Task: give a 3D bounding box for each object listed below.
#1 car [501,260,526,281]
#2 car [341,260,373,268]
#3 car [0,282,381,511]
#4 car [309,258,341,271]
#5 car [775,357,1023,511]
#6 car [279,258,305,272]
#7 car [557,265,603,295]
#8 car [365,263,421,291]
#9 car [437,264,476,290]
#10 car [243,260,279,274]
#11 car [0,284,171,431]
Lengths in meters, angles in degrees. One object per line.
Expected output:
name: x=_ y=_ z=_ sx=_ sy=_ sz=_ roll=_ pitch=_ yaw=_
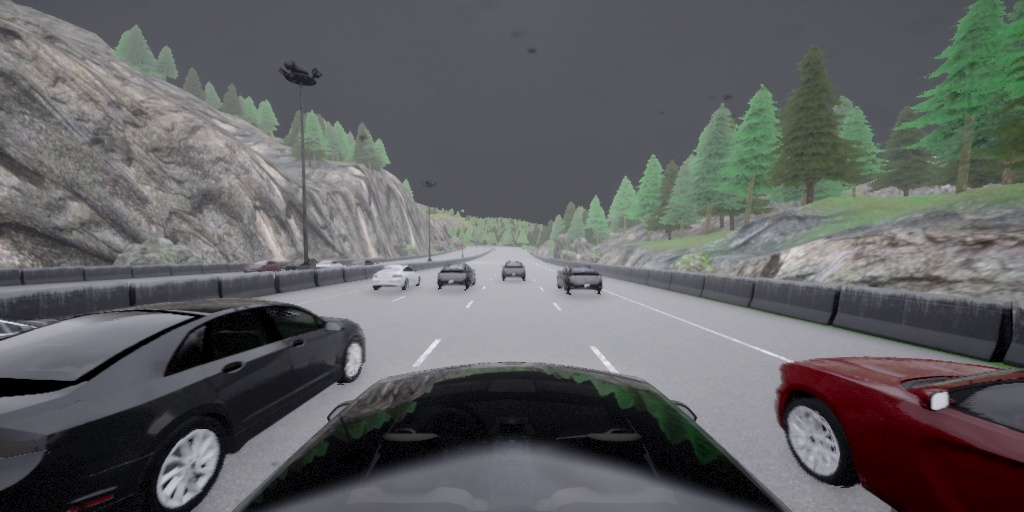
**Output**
car: x=0.137 y=1.202 z=29.771 sx=2.128 sy=1.511 sz=4.902 roll=0 pitch=0 yaw=0
car: x=-17.532 y=1.201 z=41.626 sx=1.837 sy=1.490 sz=4.892 roll=0 pitch=0 yaw=0
car: x=-3.397 y=1.250 z=4.183 sx=1.837 sy=1.490 sz=4.892 roll=0 pitch=0 yaw=0
car: x=-21.035 y=1.222 z=40.879 sx=1.812 sy=1.442 sz=4.674 roll=0 pitch=0 yaw=0
car: x=3.599 y=1.228 z=1.591 sx=1.882 sy=1.535 sz=5.008 roll=0 pitch=0 yaw=0
car: x=-24.529 y=1.047 z=42.091 sx=2.097 sy=1.767 sz=4.553 roll=0 pitch=0 yaw=0
car: x=3.623 y=1.217 z=19.745 sx=2.128 sy=1.511 sz=4.902 roll=0 pitch=0 yaw=0
car: x=-6.875 y=1.248 z=21.590 sx=1.812 sy=1.442 sz=4.674 roll=0 pitch=0 yaw=0
car: x=-3.374 y=1.213 z=22.345 sx=2.128 sy=1.511 sz=4.902 roll=0 pitch=0 yaw=0
car: x=-28.031 y=1.223 z=40.477 sx=1.812 sy=1.442 sz=4.674 roll=0 pitch=0 yaw=0
car: x=-6.898 y=1.238 z=3.679 sx=2.128 sy=1.511 sz=4.902 roll=0 pitch=0 yaw=0
